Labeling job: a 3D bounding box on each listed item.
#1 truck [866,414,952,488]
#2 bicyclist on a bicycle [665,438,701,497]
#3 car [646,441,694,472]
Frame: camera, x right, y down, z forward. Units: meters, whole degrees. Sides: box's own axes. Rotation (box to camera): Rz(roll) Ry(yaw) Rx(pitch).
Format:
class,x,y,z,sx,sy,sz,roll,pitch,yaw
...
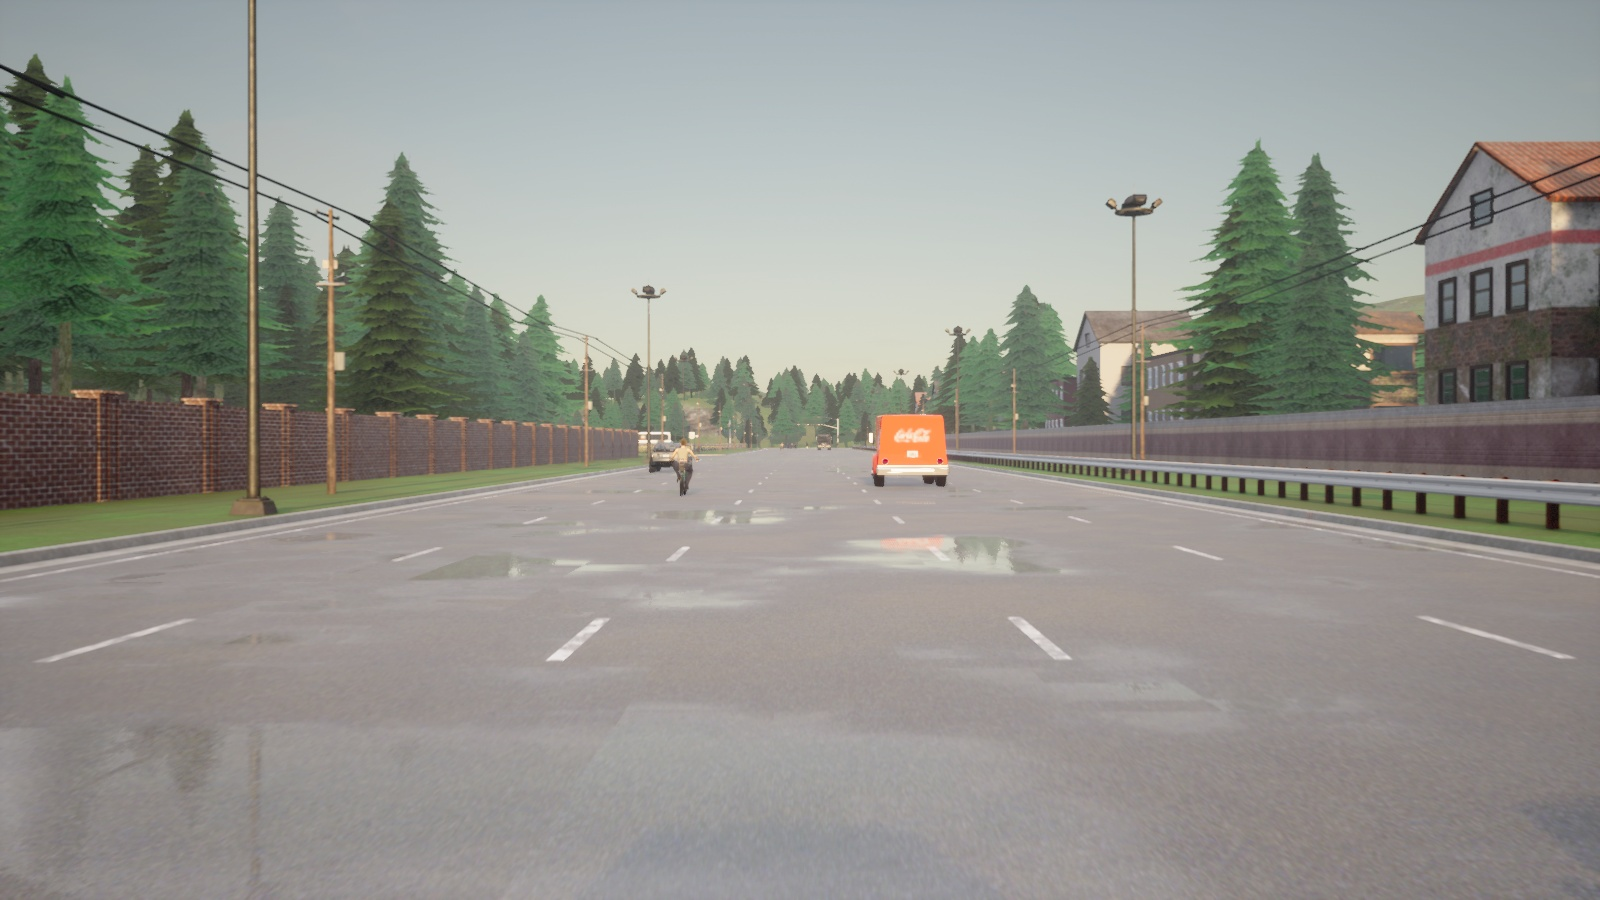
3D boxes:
class,x,y,z,sx,sy,sz,roll,pitch,yaw
truck,3.769,0.013,44.370,2.627,2.467,5.204,0,0,0
bicyclist on a bicycle,-3.287,0.480,35.505,0.866,1.612,1.509,0,0,1
car,-6.618,0.325,64.348,2.007,1.525,4.514,0,0,0
